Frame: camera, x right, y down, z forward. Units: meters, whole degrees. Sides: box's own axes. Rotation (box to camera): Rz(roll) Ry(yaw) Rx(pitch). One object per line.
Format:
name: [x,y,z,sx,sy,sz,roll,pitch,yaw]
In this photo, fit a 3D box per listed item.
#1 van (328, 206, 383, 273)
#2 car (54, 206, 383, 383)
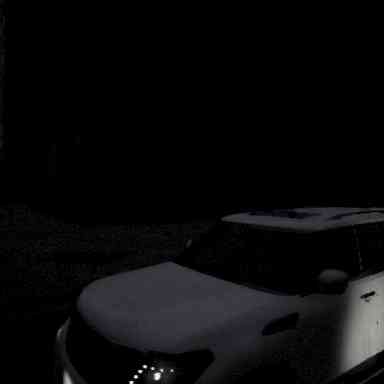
van: [6.542,1.422,11.311,3.998,1.788,1.690,0,0,-35]
car: [1.271,1.246,4.281,5.566,2.045,2.150,0,0,-35]
